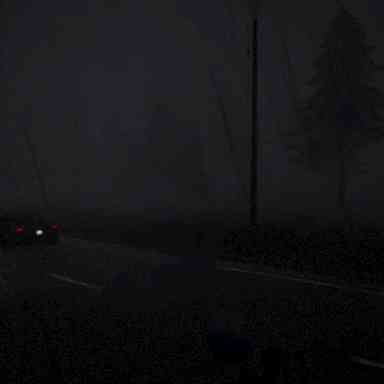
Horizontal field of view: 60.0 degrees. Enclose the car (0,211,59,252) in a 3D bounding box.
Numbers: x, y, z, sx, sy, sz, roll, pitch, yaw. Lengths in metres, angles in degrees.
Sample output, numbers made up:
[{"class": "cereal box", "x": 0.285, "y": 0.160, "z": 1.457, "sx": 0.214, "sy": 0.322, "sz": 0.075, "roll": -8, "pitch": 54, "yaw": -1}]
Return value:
[{"class": "car", "x": -7.284, "y": 1.452, "z": 13.543, "sx": 4.181, "sy": 1.385, "sz": 1.994, "roll": 1, "pitch": 0, "yaw": 36}]
